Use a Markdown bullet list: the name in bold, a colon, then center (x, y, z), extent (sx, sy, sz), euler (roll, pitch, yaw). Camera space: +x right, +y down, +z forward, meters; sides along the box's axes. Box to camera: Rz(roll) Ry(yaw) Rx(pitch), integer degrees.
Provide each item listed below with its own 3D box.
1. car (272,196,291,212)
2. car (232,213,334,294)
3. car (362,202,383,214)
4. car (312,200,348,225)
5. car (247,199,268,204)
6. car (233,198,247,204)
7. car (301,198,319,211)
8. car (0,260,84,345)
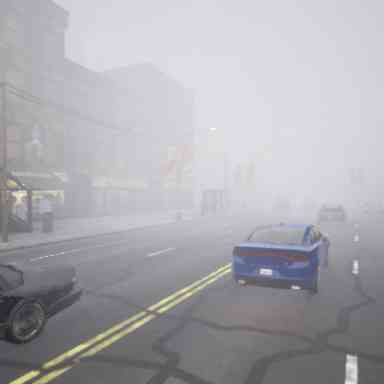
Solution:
- **car**: center (12.293, 1.574, 45.429), extent (2.150, 2.045, 5.566), euler (-1, -1, 17)
- **car**: center (2.668, 1.551, 9.246), extent (1.882, 1.535, 5.008), euler (-1, -1, 26)
- **car**: center (20.302, 1.795, 37.377), extent (1.895, 1.301, 4.718), euler (-1, -1, 23)
- **car**: center (10.950, 1.658, 25.884), extent (2.128, 1.511, 4.902), euler (-1, -1, 26)
- **car**: center (16.905, 2.325, 83.964), extent (1.895, 1.301, 4.718), euler (0, -1, -34)
- **car**: center (13.124, 2.336, 88.271), extent (2.002, 1.452, 4.674), euler (0, -1, -44)
- **car**: center (15.687, 1.711, 44.534), extent (2.097, 1.767, 4.553), euler (-1, -1, 17)
- **car**: center (-3.910, 1.636, 4.332), extent (2.033, 1.411, 5.357), euler (-1, -1, 26)
